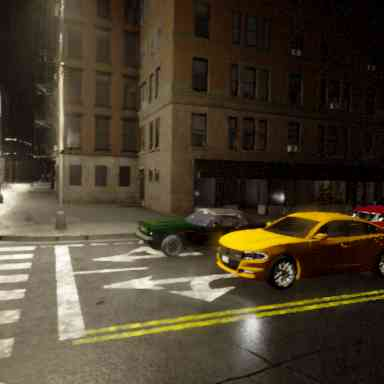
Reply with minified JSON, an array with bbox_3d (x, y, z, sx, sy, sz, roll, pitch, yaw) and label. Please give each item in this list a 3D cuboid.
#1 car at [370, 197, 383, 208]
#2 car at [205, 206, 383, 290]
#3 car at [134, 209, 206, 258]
[{"bbox_3d":[9.570,1.015,14.589,5.566,2.045,2.150,1,2,-23],"label":"car"},{"bbox_3d":[3.060,1.268,8.361,5.008,1.535,1.882,1,2,-23],"label":"car"},{"bbox_3d":[0.554,1.218,10.838,4.718,1.301,1.895,1,2,-23],"label":"car"}]
